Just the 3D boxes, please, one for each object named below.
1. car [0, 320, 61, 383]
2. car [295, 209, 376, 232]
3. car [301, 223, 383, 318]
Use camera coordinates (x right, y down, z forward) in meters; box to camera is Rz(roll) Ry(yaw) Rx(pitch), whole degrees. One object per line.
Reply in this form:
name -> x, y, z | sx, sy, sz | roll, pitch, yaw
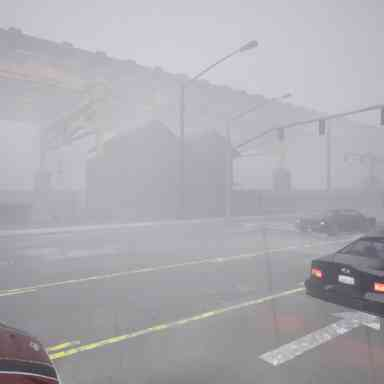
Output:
car -> -2.989, 1.352, 1.615 | 4.553, 1.767, 2.097 | 0, 0, -36
car -> 7.759, 1.601, 17.904 | 4.718, 1.301, 1.895 | 0, 0, -32
car -> 4.692, 1.547, 7.133 | 5.357, 1.411, 2.033 | 0, 0, -35
